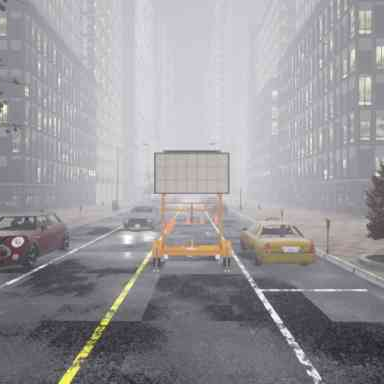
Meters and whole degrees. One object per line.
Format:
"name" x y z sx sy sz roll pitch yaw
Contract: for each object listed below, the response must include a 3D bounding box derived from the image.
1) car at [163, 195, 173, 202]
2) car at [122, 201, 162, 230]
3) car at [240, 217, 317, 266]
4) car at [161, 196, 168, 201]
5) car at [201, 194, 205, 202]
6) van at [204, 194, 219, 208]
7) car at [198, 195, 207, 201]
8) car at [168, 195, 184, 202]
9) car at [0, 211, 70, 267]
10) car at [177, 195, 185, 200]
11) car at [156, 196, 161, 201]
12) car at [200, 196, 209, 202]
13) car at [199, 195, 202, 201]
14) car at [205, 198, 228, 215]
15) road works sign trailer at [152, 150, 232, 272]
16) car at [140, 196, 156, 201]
"car" -5.715 1.534 79.480 1.947 1.339 4.313 0 0 0
"car" -3.105 1.543 21.567 2.033 1.411 5.357 0 0 0
"car" 2.683 1.524 11.334 1.752 1.417 4.829 0 0 0
"car" -5.710 1.423 56.713 1.967 1.590 4.097 0 0 0
"car" 2.674 1.428 45.317 1.967 1.590 4.097 0 0 0
"van" 2.674 1.331 39.624 1.690 1.788 3.998 0 0 0
"car" 2.664 1.514 85.162 2.008 1.369 4.403 0 0 0
"car" -3.078 1.485 62.612 1.837 1.490 4.892 0 0 0
"car" -5.698 1.439 11.178 1.967 1.590 4.097 0 0 0
"car" -3.029 1.507 89.540 2.033 1.411 5.357 0 0 0
"car" -5.706 1.570 45.329 1.802 1.307 4.206 0 0 0
"car" 2.667 1.517 73.778 1.887 1.381 4.507 0 0 0
"car" 2.670 1.562 62.393 1.802 1.307 4.206 0 0 0
"car" 2.677 1.558 33.932 1.947 1.339 4.313 0 0 0
"road works sign trailer" -0.004 0.463 10.742 2.380 3.560 2.880 0 0 0
"car" -5.705 1.516 39.467 1.752 1.417 4.829 0 0 0
